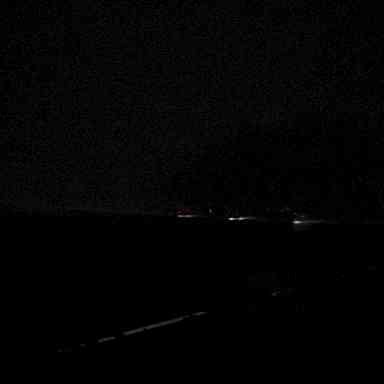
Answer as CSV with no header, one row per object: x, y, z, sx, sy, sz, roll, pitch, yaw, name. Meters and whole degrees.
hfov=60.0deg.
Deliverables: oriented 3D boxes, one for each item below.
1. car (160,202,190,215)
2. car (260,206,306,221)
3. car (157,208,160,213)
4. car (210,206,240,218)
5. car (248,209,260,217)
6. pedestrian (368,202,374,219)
-2.599,2.703,54.348,2.150,2.045,5.566,1,-2,-33,car
9.818,2.259,35.353,1.812,1.442,4.674,1,-2,-33,car
-5.059,3.343,64.684,1.812,1.442,4.674,1,-2,-33,car
4.297,2.581,43.789,1.837,1.490,4.892,1,-2,-33,car
9.385,2.586,42.729,1.895,1.301,4.718,1,-2,-33,car
18.936,1.918,35.302,0.375,1.860,0.375,-2,1,-33,pedestrian
